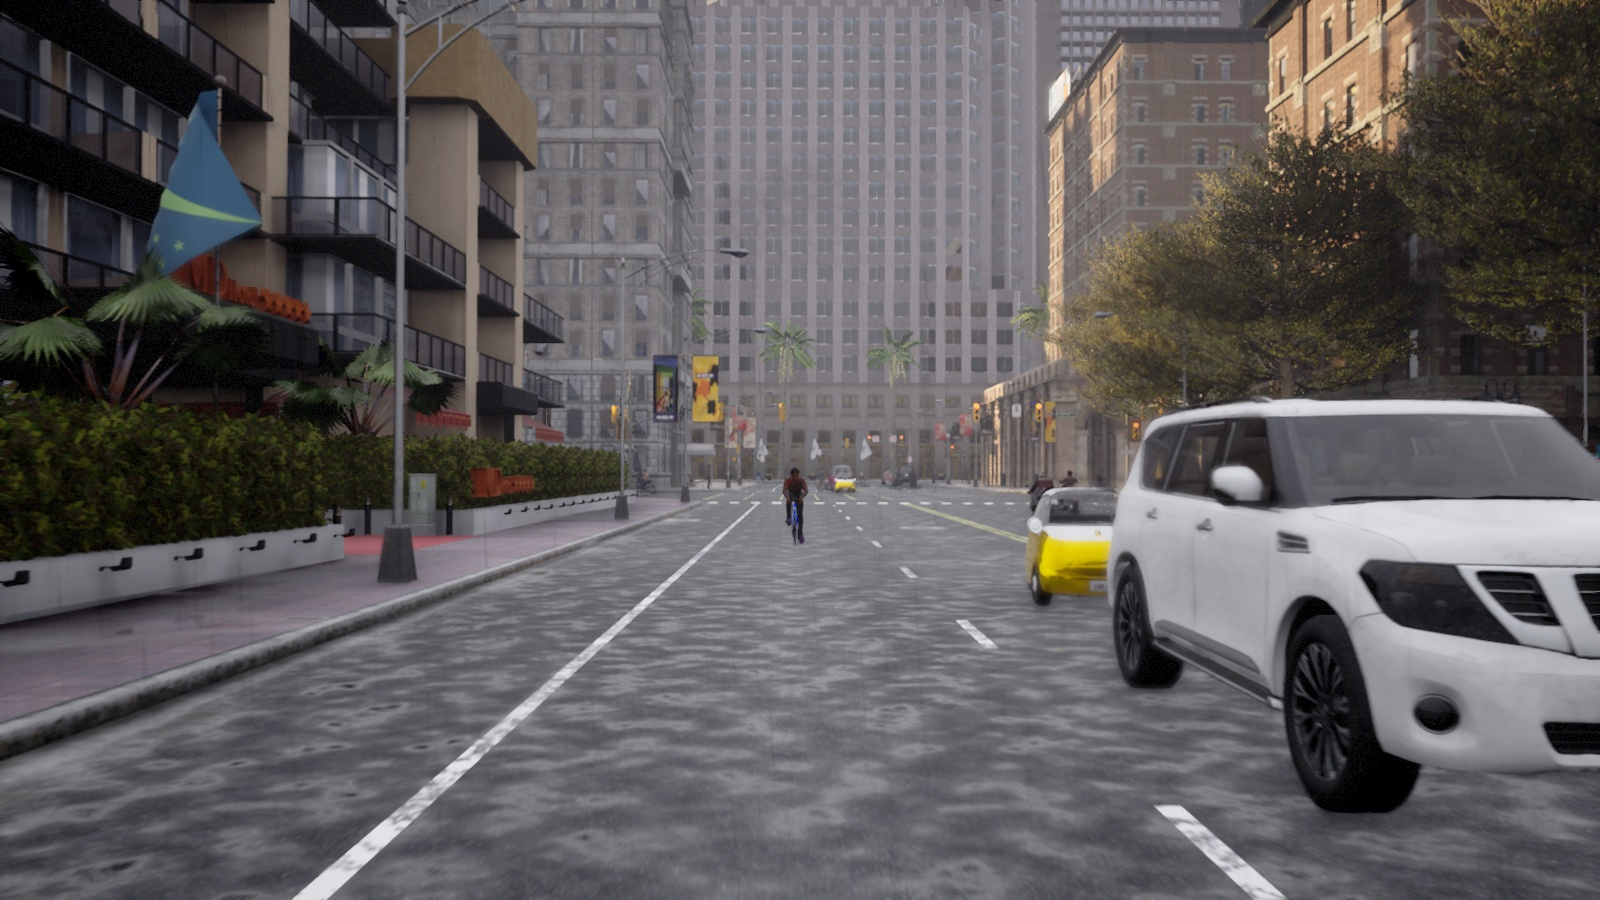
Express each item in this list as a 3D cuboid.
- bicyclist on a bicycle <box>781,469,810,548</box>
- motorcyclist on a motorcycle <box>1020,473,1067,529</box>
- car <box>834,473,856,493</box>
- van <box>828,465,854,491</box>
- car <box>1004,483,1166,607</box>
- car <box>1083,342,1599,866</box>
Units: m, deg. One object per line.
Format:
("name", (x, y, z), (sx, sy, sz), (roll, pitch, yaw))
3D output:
("bicyclist on a bicycle", (-0.103, 1.211, 26.520), (0.582, 1.620, 1.656), (0, -1, 0))
("motorcyclist on a motorcycle", (6.864, 1.413, 35.495), (0.866, 1.530, 2.191), (0, -1, 0))
("car", (3.164, 2.331, 88.407), (1.481, 1.376, 2.207), (0, -1, 0))
("van", (3.192, 2.185, 97.874), (1.775, 1.987, 4.442), (0, -1, -2))
("car", (3.439, 1.115, 15.477), (1.481, 1.376, 2.207), (0, -1, 0))
("car", (3.465, 0.649, 7.702), (2.150, 2.045, 5.566), (0, -1, 0))
